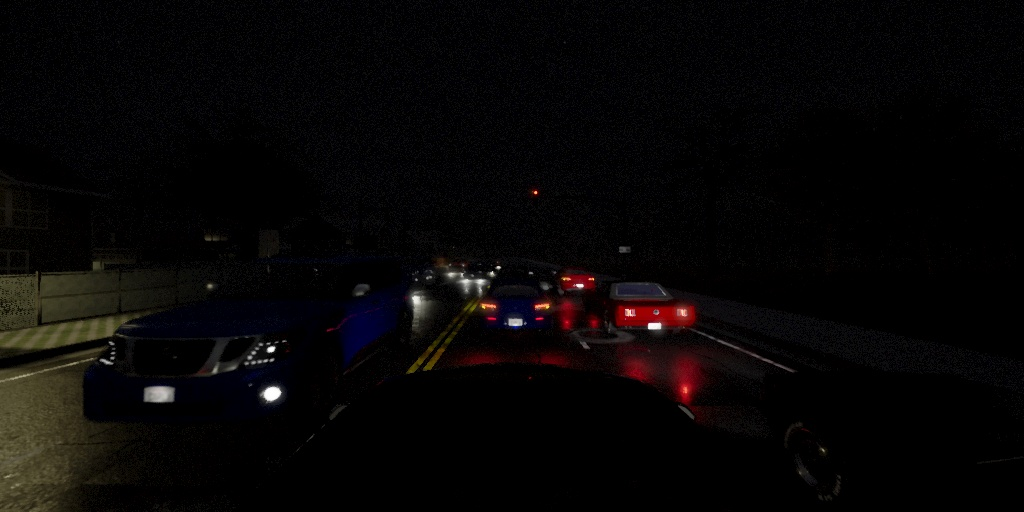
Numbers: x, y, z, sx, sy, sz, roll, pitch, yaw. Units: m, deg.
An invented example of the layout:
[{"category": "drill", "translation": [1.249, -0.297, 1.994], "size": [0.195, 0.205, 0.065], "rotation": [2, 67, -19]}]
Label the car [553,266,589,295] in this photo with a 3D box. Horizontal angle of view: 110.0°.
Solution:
[{"category": "car", "translation": [3.323, 1.276, 19.690], "size": [1.812, 1.442, 4.674], "rotation": [0, 0, 0]}]

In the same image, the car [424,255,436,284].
[{"category": "car", "translation": [-6.584, 0.972, 23.854], "size": [2.150, 2.045, 5.566], "rotation": [0, 0, 0]}]

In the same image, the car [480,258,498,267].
[{"category": "car", "translation": [-3.311, 1.091, 47.519], "size": [2.097, 1.767, 4.553], "rotation": [0, 0, 0]}]

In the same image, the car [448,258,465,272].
[{"category": "car", "translation": [-6.565, 1.094, 44.716], "size": [2.097, 1.767, 4.553], "rotation": [0, 0, 0]}]

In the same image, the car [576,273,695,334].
[{"category": "car", "translation": [3.342, 1.351, 10.582], "size": [1.895, 1.301, 4.718], "rotation": [0, 0, 0]}]

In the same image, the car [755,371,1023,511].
[{"category": "car", "translation": [3.348, 1.351, 1.414], "size": [1.895, 1.301, 4.718], "rotation": [0, 0, 0]}]

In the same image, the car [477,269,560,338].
[{"category": "car", "translation": [0.089, 1.276, 10.102], "size": [1.812, 1.442, 4.674], "rotation": [0, 0, 0]}]

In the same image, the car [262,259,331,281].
[{"category": "car", "translation": [-18.192, 1.131, 30.416], "size": [4.553, 1.767, 2.097], "rotation": [0, 0, 0]}]

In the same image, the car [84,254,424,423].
[{"category": "car", "translation": [-3.347, 0.973, 6.171], "size": [2.150, 2.045, 5.566], "rotation": [0, 0, 0]}]

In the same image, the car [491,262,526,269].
[{"category": "car", "translation": [0.071, 1.255, 19.364], "size": [1.837, 1.490, 4.892], "rotation": [0, 0, 0]}]

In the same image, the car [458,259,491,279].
[{"category": "car", "translation": [-3.324, 1.296, 32.931], "size": [2.033, 1.411, 5.357], "rotation": [0, 0, 0]}]
